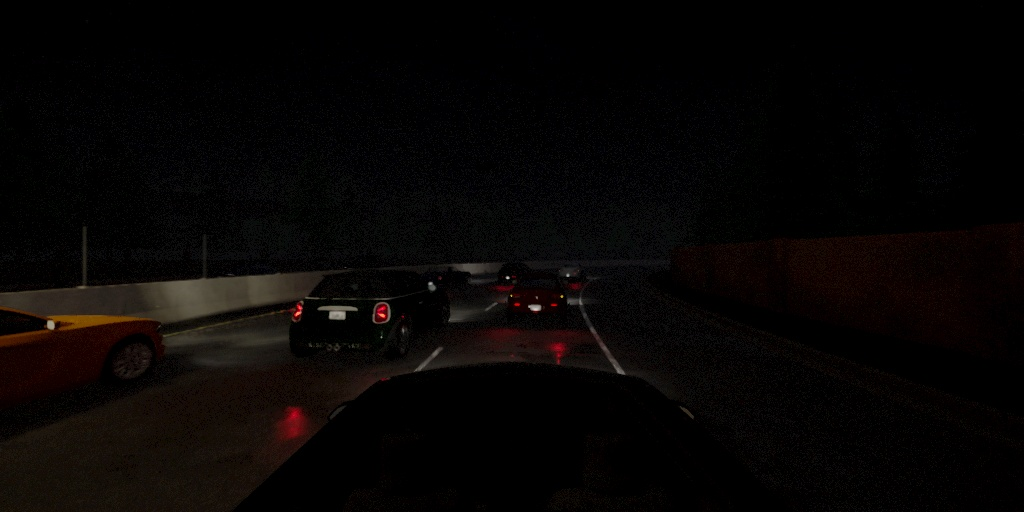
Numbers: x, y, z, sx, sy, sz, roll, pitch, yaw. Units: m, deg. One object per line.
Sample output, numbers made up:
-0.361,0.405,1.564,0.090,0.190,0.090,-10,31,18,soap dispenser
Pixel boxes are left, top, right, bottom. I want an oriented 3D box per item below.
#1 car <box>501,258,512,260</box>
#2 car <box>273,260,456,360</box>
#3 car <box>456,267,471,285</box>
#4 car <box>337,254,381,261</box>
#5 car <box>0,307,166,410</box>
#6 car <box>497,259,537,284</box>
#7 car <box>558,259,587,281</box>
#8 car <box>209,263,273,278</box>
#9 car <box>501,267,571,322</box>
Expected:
-1.025,1.146,63.897,1.837,1.490,4.892,0,0,35,car
-2.961,1.077,8.520,2.097,1.767,4.553,0,0,4,car
-4.224,1.296,22.945,1.895,1.301,4.718,0,0,13,car
-13.257,0.863,30.478,2.150,2.045,5.566,0,0,16,car
-6.748,1.193,3.891,1.882,1.535,5.008,0,0,1,car
0.363,1.215,26.474,1.837,1.490,4.892,0,0,16,car
5.020,1.252,29.619,1.812,1.442,4.674,0,0,19,car
-18.281,1.192,24.770,1.994,1.385,4.181,0,0,13,car
0.933,1.263,12.247,1.812,1.442,4.674,0,0,7,car
